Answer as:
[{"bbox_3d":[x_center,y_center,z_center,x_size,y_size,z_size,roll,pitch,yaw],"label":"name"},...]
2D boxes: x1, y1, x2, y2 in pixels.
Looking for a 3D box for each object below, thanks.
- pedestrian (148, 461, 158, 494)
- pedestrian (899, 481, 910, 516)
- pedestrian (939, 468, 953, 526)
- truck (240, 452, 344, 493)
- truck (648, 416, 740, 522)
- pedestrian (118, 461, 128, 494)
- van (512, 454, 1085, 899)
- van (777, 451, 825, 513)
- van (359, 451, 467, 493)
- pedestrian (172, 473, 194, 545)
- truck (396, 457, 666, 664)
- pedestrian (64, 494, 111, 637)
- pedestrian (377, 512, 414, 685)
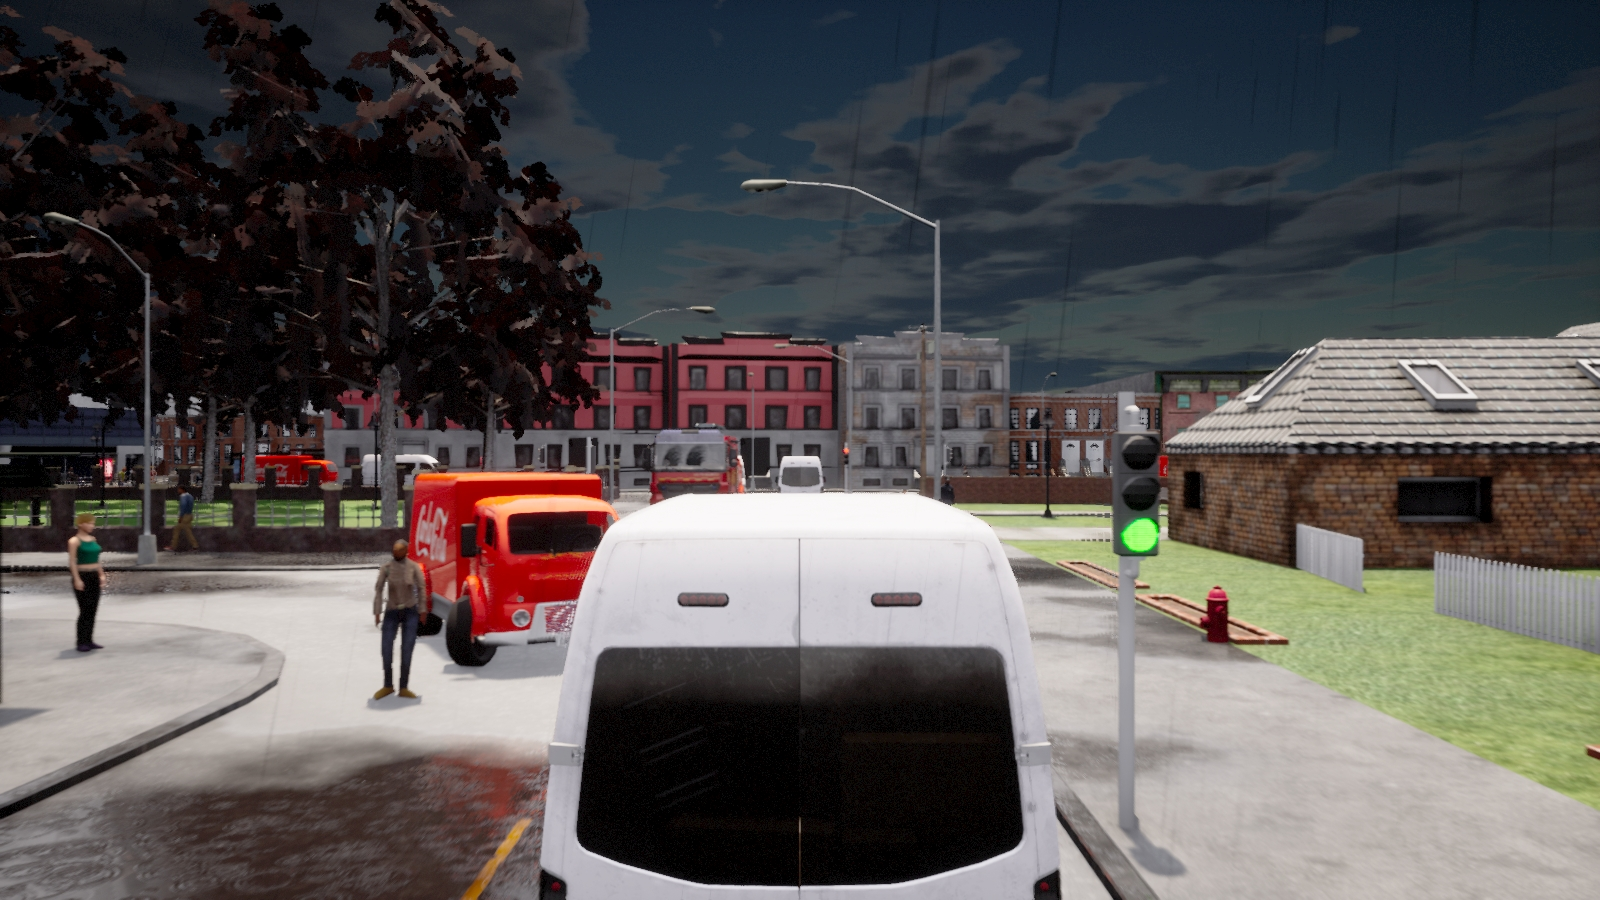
[{"bbox_3d":[-36.789,1.540,64.980,0.375,1.860,0.375,0,0,43],"label":"pedestrian"},{"bbox_3d":[3.925,1.816,42.921,0.375,1.300,0.375,0,0,-7],"label":"pedestrian"},{"bbox_3d":[4.797,1.534,37.459,0.375,1.860,0.375,0,0,-5],"label":"pedestrian"},{"bbox_3d":[-30.941,1.366,69.703,5.204,2.467,2.627,0,0,0],"label":"truck"},{"bbox_3d":[-4.023,0.683,45.275,2.891,3.827,8.468,0,0,0],"label":"truck"},{"bbox_3d":[-38.462,1.541,64.923,0.375,1.860,0.375,0,0,1],"label":"pedestrian"},{"bbox_3d":[-0.004,1.316,6.920,1.988,2.561,5.915,0,0,0],"label":"van"},{"bbox_3d":[0.023,1.328,49.948,1.988,2.561,5.915,0,0,0],"label":"van"},{"bbox_3d":[-23.570,1.333,69.724,5.915,2.561,1.988,0,0,0],"label":"van"},{"bbox_3d":[-16.089,1.534,29.776,0.375,1.860,0.375,0,0,-1],"label":"pedestrian"},{"bbox_3d":[-4.147,1.353,16.747,2.627,2.467,5.204,0,0,-28],"label":"truck"},{"bbox_3d":[-9.485,1.521,15.221,0.375,1.860,0.375,0,0,15],"label":"pedestrian"},{"bbox_3d":[-4.497,1.632,12.713,0.375,1.860,0.375,0,0,-18],"label":"pedestrian"}]
